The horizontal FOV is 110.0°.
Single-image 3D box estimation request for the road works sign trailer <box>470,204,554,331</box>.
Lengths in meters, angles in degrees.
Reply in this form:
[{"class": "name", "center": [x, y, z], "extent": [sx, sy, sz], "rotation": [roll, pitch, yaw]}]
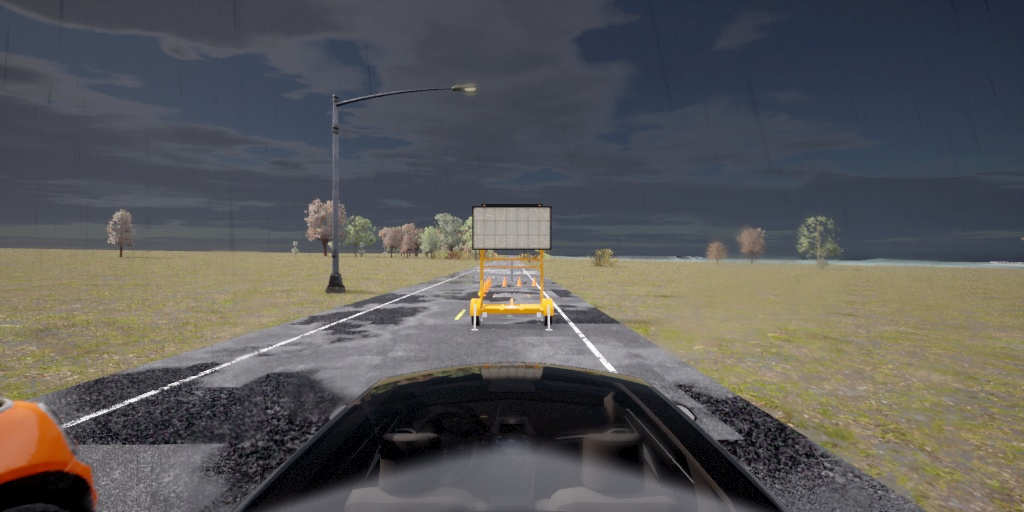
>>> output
[{"class": "road works sign trailer", "center": [-0.004, 0.216, 11.016], "extent": [2.380, 3.560, 2.880], "rotation": [0, 0, 0]}]
